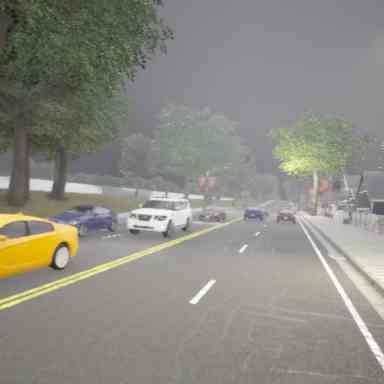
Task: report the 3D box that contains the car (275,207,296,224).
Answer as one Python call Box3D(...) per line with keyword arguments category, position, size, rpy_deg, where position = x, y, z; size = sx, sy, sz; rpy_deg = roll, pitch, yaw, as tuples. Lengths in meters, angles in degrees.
Box3D(category="car", position=(10.010, 2.513, 35.382), size=(1.812, 1.442, 4.674), rpy_deg=(3, -1, 16))

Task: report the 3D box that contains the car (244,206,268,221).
Box3D(category="car", position=(6.934, 2.304, 36.571), size=(1.882, 1.535, 5.008), rpy_deg=(3, -1, 16))

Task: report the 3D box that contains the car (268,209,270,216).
Box3D(category="car", position=(10.268, 2.755, 48.304), size=(2.033, 1.411, 5.357), rpy_deg=(3, -1, 17))

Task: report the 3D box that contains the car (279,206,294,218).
Box3D(category="car", position=(14.069, 2.927, 49.511), size=(1.882, 1.535, 5.008), rpy_deg=(3, -1, 16))

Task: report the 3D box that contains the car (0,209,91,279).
Box3D(category="car", position=(-4.814, 1.288, 8.024), size=(1.882, 1.535, 5.008), rpy_deg=(3, -1, 16))

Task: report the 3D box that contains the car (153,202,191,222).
Box3D(category="car", position=(-1.733, 1.738, 30.439), size=(1.837, 1.490, 4.892), rpy_deg=(3, 1, 16))

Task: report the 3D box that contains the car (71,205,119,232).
Box3D(category="car", position=(-5.502, 1.399, 17.384), size=(1.812, 1.442, 4.674), rpy_deg=(3, -1, 16))

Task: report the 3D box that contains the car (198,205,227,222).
Box3D(category="car", position=(2.065, 2.002, 31.860), size=(1.812, 1.442, 4.674), rpy_deg=(3, 0, 17))

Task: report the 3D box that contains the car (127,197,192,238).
Box3D(category="car", position=(-1.623, 1.336, 19.069), size=(2.150, 2.045, 5.566), rpy_deg=(3, -1, 16))
